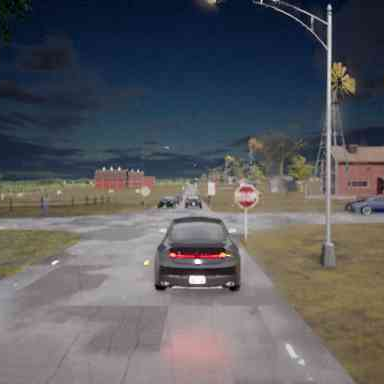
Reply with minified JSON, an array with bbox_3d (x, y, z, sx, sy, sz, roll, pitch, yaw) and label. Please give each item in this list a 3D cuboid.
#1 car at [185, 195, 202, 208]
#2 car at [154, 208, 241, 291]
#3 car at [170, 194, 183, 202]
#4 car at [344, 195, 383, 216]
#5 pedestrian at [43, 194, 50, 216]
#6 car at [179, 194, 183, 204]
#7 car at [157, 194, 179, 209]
[{"bbox_3d":[0.171,1.077,38.484,1.812,1.442,4.674,0,0,0],"label":"car"},{"bbox_3d":[0.145,1.387,8.690,1.837,1.490,4.892,0,0,1],"label":"car"},{"bbox_3d":[-2.675,0.992,58.767,1.994,1.385,4.181,0,0,1],"label":"car"},{"bbox_3d":[13.548,0.934,24.515,4.181,1.385,1.994,-1,2,-2],"label":"car"},{"bbox_3d":[-12.103,1.090,27.717,0.375,1.860,0.375,0,3,0],"label":"pedestrian"},{"bbox_3d":[-2.742,1.049,47.300,1.994,1.385,4.181,0,0,1],"label":"car"},{"bbox_3d":[-2.806,1.162,37.343,1.895,1.301,4.718,0,1,1],"label":"car"}]
